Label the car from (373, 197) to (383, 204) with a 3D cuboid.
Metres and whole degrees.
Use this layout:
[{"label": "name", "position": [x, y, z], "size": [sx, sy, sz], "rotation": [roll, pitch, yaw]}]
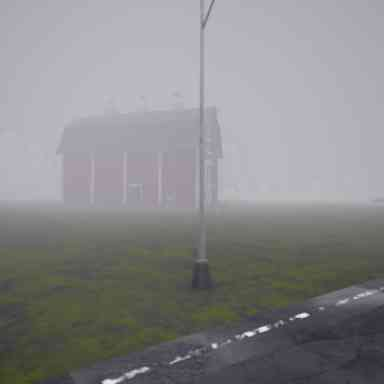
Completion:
[{"label": "car", "position": [34.802, 1.609, 60.041], "size": [1.895, 1.301, 4.718], "rotation": [1, 0, 1]}]
